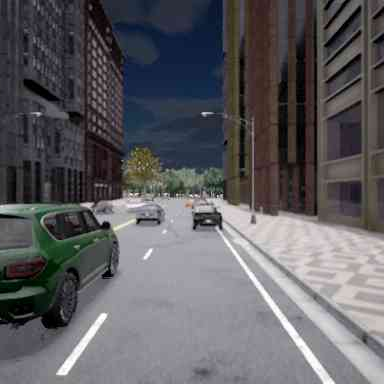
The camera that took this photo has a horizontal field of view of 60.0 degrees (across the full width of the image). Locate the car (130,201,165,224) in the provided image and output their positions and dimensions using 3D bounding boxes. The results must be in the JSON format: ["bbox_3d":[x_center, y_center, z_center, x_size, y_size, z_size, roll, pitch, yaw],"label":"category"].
[{"bbox_3d":[-3.151,1.669,25.929,2.033,1.411,5.357,0,0,0],"label":"car"}]

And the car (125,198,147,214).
[{"bbox_3d":[-6.591,1.706,38.863,1.812,1.442,4.674,0,0,0],"label":"car"}]

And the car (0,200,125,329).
[{"bbox_3d":[-3.150,1.255,7.164,2.150,2.045,5.566,0,0,0],"label":"car"}]

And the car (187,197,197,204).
[{"bbox_3d":[-0.005,1.776,72.496,2.033,1.411,5.357,0,0,0],"label":"car"}]

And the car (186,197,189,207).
[{"bbox_3d":[-0.003,1.613,56.591,2.097,1.767,4.553,0,0,0],"label":"car"}]

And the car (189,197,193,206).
[{"bbox_3d":[0.972,1.529,38.114,2.097,1.767,4.553,0,0,0],"label":"car"}]

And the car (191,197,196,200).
[{"bbox_3d":[0.973,1.606,32.334,1.801,1.575,5.366,0,0,0],"label":"car"}]

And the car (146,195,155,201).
[{"bbox_3d":[-9.755,1.481,77.115,1.882,1.535,5.008,0,0,0],"label":"car"}]

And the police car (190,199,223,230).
[{"bbox_3d":[0.973,1.530,22.254,1.930,1.638,5.238,0,0,0],"label":"police car"}]

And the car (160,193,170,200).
[{"bbox_3d":[-6.505,1.206,79.918,2.150,2.045,5.566,0,0,0],"label":"car"}]

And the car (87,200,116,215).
[{"bbox_3d":[-9.845,1.675,36.436,1.837,1.490,4.892,0,-1,0],"label":"car"}]
